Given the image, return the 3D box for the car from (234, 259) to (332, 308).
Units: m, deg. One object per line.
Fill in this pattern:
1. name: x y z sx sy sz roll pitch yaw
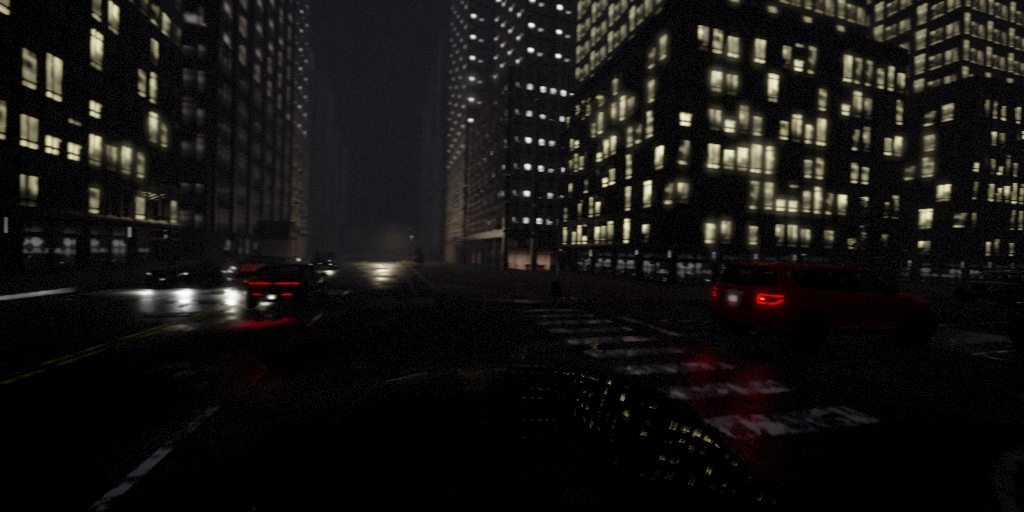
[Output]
1. car: -8.398 1.027 13.687 1.837 1.490 4.892 1 0 -18

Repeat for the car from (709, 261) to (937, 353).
1. car: 8.084 1.208 9.480 5.566 2.045 2.150 2 1 -13

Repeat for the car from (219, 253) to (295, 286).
1. car: -14.328 0.718 20.566 2.097 1.767 4.553 1 0 -18

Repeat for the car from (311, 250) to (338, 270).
1. car: -20.725 0.414 39.766 2.150 2.045 5.566 1 0 -18

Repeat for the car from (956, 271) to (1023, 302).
1. car: 27.608 1.758 20.104 5.009 1.841 2.192 0 0 -15

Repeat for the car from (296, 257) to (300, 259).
1. car: -23.515 0.724 37.823 1.895 1.301 4.718 1 0 -18

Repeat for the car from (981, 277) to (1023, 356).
1. car: 13.673 1.493 7.957 5.009 1.841 2.192 0 0 -15

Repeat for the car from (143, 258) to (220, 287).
1. car: -17.328 0.818 19.250 1.812 1.442 4.674 1 0 -18
